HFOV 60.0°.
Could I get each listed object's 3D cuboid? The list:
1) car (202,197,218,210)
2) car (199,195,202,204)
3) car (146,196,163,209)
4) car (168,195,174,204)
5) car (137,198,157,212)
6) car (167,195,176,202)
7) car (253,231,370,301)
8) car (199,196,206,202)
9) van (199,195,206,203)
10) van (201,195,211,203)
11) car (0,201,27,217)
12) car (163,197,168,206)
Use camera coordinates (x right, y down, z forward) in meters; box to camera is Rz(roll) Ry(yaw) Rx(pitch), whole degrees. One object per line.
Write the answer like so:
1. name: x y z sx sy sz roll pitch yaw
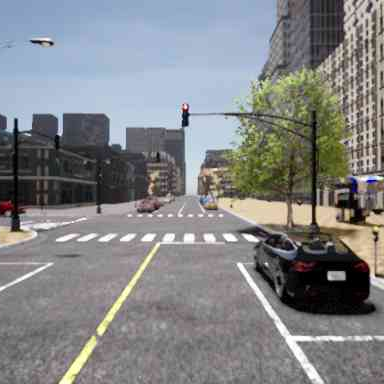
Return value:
1. car: 2.706 1.743 46.477 1.752 1.417 4.829 0 0 0
2. car: 2.711 1.846 62.960 2.008 1.369 4.403 0 0 0
3. car: -5.673 1.532 46.308 2.192 1.841 5.009 0 0 0
4. car: -5.666 1.873 73.892 1.752 1.417 4.829 0 0 0
5. car: -5.676 1.773 40.756 1.802 1.307 4.206 0 0 0
6. car: -5.661 1.743 90.716 2.192 1.841 5.009 0 0 0
7. car: 2.695 1.605 8.278 1.947 1.339 4.313 0 0 0
8. car: 2.720 1.953 90.885 1.752 1.417 4.829 0 0 0
9. van: 2.719 1.742 85.165 1.690 1.788 3.998 0 0 0
10. van: 2.709 1.584 51.859 1.690 1.788 3.998 0 0 0
11. car: -17.261 1.510 29.763 4.507 1.381 1.887 1 -1 -1
12. car: -5.671 1.821 57.409 2.008 1.369 4.403 0 0 0
